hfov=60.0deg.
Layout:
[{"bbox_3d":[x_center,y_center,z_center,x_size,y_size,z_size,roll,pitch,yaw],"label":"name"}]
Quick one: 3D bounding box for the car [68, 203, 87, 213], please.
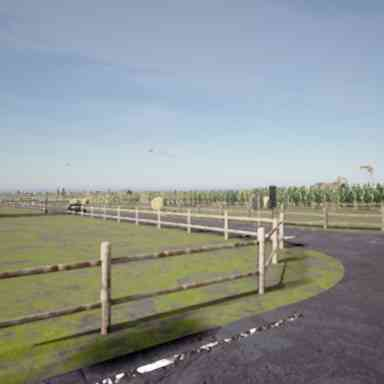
[{"bbox_3d":[-17.646,2.451,50.937,1.837,1.490,4.892,0,-1,-34],"label":"car"}]
